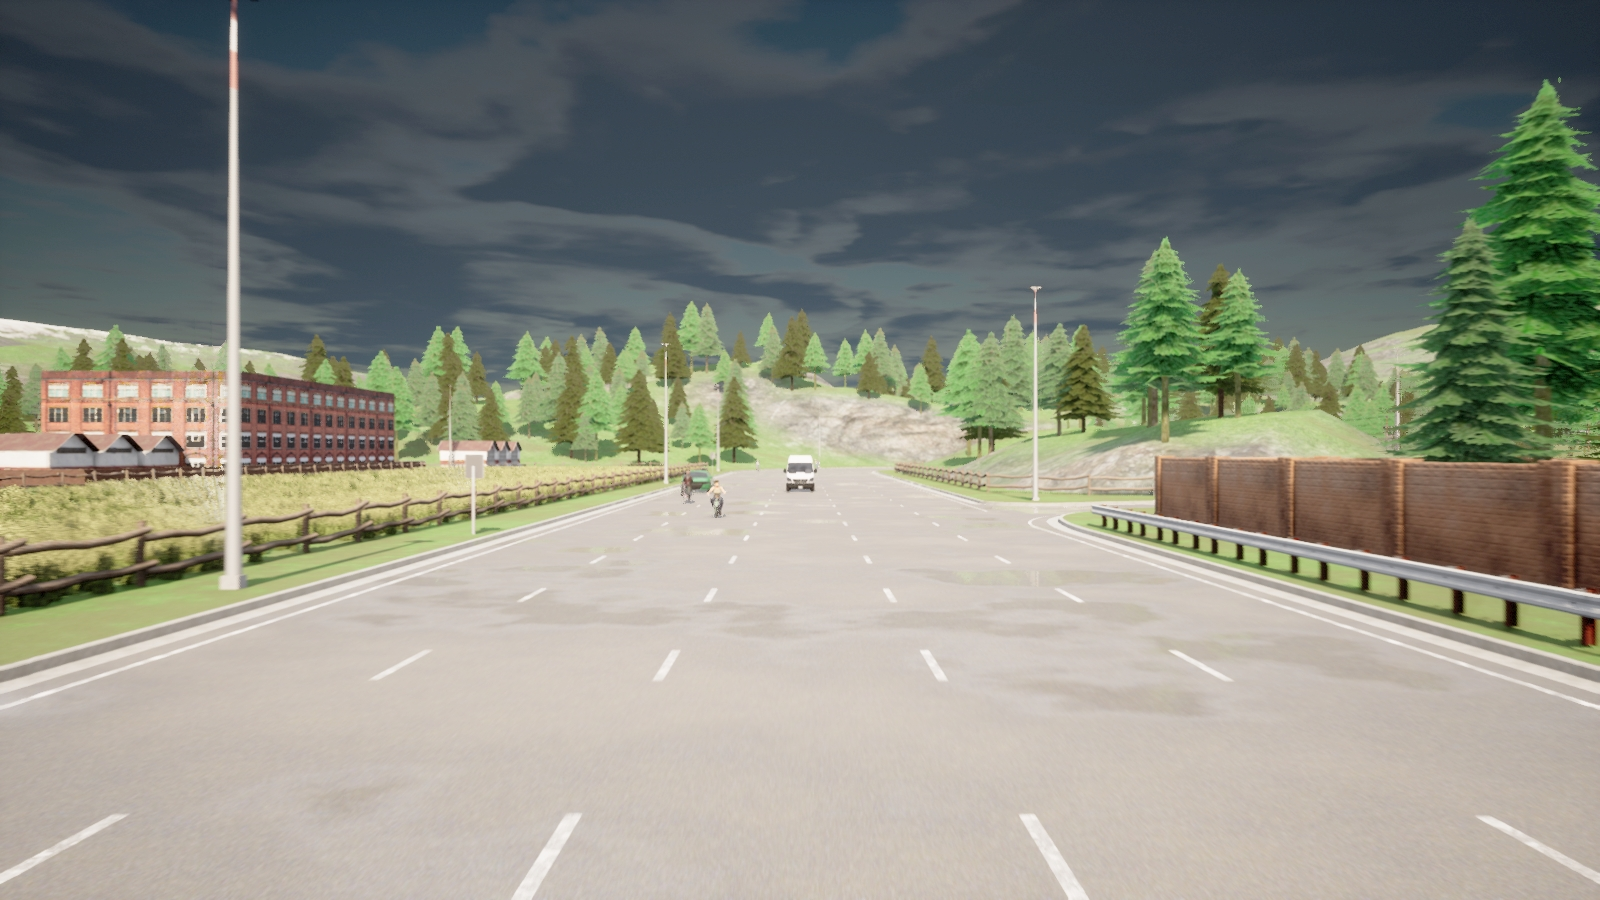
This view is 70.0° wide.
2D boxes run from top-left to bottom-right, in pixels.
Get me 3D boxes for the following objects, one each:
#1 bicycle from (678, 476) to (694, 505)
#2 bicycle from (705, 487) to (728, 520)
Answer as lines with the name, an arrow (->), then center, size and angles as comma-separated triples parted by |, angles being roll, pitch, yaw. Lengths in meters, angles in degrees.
bicycle -> -6.103, 2.151, 61.181 | 0.329, 1.471, 1.835 | 1, 0, 10
bicycle -> -3.480, 2.229, 47.826 | 0.859, 1.276, 1.487 | 0, 0, 0
